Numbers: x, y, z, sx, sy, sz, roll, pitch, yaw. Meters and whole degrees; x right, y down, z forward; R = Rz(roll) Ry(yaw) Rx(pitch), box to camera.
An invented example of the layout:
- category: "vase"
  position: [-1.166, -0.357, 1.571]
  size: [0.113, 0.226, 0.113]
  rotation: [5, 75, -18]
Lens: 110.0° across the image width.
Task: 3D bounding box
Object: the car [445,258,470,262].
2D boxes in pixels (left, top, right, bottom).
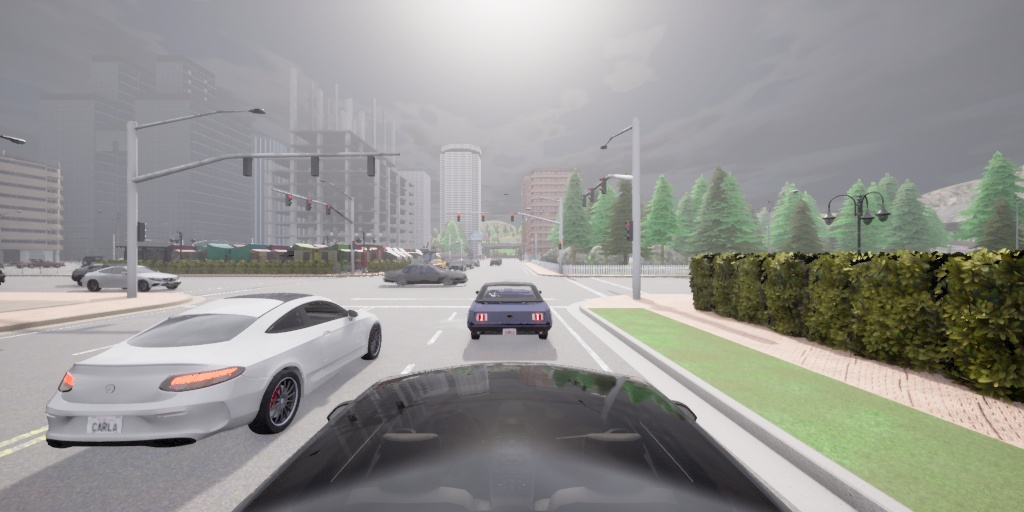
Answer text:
- category: "car"
  position: [-7.075, 1.255, 46.901]
  size: [1.837, 1.490, 4.892]
  rotation: [0, 0, 0]

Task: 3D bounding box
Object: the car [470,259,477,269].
- category: "car"
  position: [-7.052, 1.255, 56.011]
  size: [1.837, 1.490, 4.892]
  rotation: [0, 0, 0]

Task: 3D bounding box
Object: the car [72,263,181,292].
- category: "car"
  position: [-21.967, 1.276, 20.758]
  size: [4.674, 1.442, 1.812]
  rotation: [0, 0, 2]

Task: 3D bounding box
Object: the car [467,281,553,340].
- category: "car"
  position: [-0.089, 1.351, 9.969]
  size: [1.895, 1.301, 4.718]
  rotation: [0, 0, -1]

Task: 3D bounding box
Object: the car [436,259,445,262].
- category: "car"
  position: [-10.566, 1.228, 50.524]
  size: [1.882, 1.535, 5.008]
  rotation: [0, 0, 0]

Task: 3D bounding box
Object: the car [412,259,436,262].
- category: "car"
  position: [-10.713, 1.102, 41.561]
  size: [2.097, 1.767, 4.553]
  rotation: [0, 0, 3]

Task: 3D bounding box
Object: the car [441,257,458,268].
- category: "car"
  position: [-10.529, 1.102, 60.594]
  size: [2.097, 1.767, 4.553]
  rotation: [0, 0, 0]

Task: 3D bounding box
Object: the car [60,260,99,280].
- category: "car"
  position: [-26.814, 1.241, 24.372]
  size: [4.902, 1.511, 2.128]
  rotation: [0, 0, 2]

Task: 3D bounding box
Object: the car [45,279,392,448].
- category: "car"
  position: [-3.505, 1.276, 5.362]
  size: [1.812, 1.442, 4.674]
  rotation: [0, 0, -1]

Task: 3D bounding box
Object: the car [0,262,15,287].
- category: "car"
  position: [-33.522, 0.974, 21.052]
  size: [5.566, 2.045, 2.150]
  rotation: [0, 0, 2]

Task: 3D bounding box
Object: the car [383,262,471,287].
- category: "car"
  position: [-5.687, 1.297, 23.803]
  size: [5.357, 1.411, 2.033]
  rotation: [0, 0, 2]
